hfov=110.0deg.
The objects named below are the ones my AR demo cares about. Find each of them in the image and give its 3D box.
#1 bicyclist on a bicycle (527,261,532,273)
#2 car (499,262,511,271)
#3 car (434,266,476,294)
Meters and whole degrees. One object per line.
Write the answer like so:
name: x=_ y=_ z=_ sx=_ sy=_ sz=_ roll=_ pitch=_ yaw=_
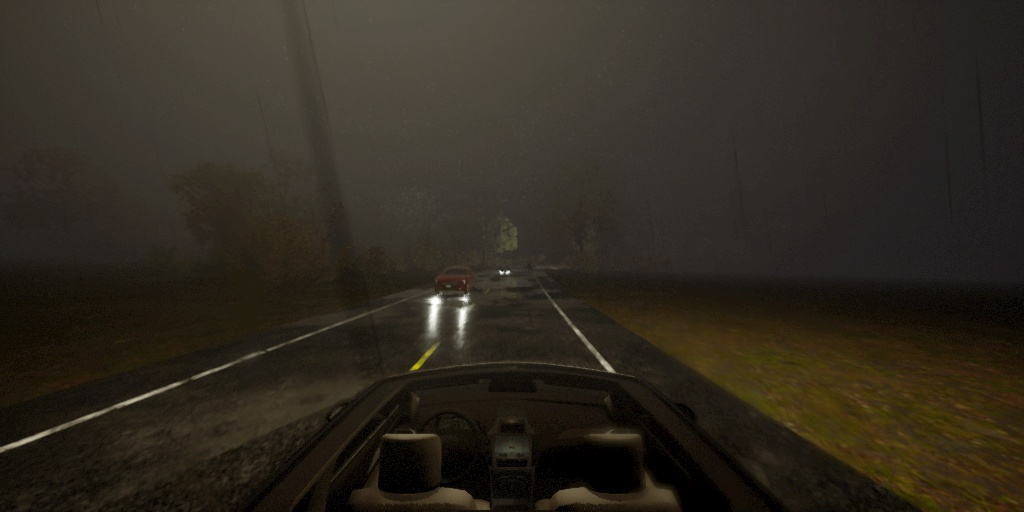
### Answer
bicyclist on a bicycle: x=2.180 y=1.600 z=46.184 sx=0.582 sy=1.620 sz=1.656 roll=0 pitch=-1 yaw=3
car: x=-1.173 y=1.828 z=63.299 sx=2.128 sy=1.511 sz=4.902 roll=0 pitch=-1 yaw=5
car: x=-3.340 y=1.370 z=21.798 sx=1.882 sy=1.535 sz=5.008 roll=0 pitch=0 yaw=2
